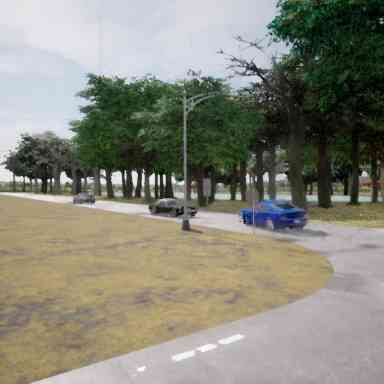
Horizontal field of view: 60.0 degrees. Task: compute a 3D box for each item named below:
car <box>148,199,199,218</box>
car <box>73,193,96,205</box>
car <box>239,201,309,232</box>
[{"bbox_3d":[-1.509,1.235,25.796,1.895,1.301,4.718,-1,2,-36],"label":"car"},{"bbox_3d":[-14.020,0.861,43.206,1.994,1.385,4.181,-1,2,-35],"label":"car"},{"bbox_3d":[4.442,1.272,18.967,1.882,1.535,5.008,-5,3,-20],"label":"car"}]
